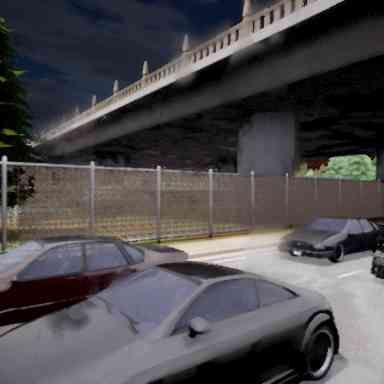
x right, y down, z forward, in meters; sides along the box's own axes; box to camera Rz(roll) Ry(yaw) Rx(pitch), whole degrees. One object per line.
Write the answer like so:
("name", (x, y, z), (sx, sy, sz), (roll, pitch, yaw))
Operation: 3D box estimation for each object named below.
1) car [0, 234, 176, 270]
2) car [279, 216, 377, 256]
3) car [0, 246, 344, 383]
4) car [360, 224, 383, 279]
("car", (-2.490, 1.592, 6.534), (5.357, 1.411, 2.033), (0, 0, -36))
("car", (5.599, 1.632, 12.539), (5.357, 1.411, 2.033), (0, 0, -37))
("car", (-0.126, 1.590, 3.909), (4.181, 1.385, 1.994), (0, 0, -37))
("car", (6.606, 1.624, 8.934), (4.181, 1.385, 1.994), (0, 0, -37))
